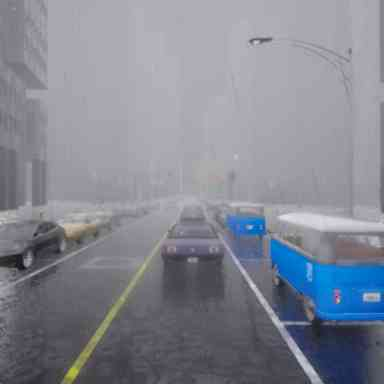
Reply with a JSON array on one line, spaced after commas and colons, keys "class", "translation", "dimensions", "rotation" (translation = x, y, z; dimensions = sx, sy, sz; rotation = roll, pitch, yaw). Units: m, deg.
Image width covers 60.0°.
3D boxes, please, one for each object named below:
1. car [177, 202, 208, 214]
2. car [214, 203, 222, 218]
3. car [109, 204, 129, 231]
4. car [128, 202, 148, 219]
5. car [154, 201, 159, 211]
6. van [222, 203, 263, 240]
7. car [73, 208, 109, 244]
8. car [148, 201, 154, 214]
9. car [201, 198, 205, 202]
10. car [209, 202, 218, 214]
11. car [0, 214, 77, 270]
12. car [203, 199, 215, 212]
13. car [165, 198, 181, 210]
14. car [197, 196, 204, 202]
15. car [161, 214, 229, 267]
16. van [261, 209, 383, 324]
[{"class": "car", "translation": [0.057, 1.789, 27.577], "dimensions": [1.994, 1.385, 4.181], "rotation": [0, 0, 0]}, {"class": "car", "translation": [2.772, 1.714, 23.377], "dimensions": [1.752, 1.417, 4.829], "rotation": [0, 0, 0]}, {"class": "car", "translation": [-5.754, 1.729, 21.986], "dimensions": [2.008, 1.369, 4.403], "rotation": [0, 0, 0]}, {"class": "car", "translation": [-5.751, 1.810, 31.857], "dimensions": [2.008, 1.369, 4.403], "rotation": [0, 0, 0]}, {"class": "car", "translation": [-5.745, 1.948, 48.190], "dimensions": [2.008, 1.369, 4.403], "rotation": [0, 0, 0]}, {"class": "van", "translation": [2.770, 1.484, 17.796], "dimensions": [1.690, 1.788, 3.998], "rotation": [0, 0, 0]}, {"class": "car", "translation": [-5.756, 1.659, 16.527], "dimensions": [1.752, 1.417, 4.829], "rotation": [0, 0, 0]}, {"class": "car", "translation": [-5.748, 1.850, 37.301], "dimensions": [1.887, 1.381, 4.507], "rotation": [0, 0, 0]}, {"class": "car", "translation": [2.780, 1.947, 48.184], "dimensions": [2.008, 1.369, 4.403], "rotation": [0, 0, 0]}, {"class": "car", "translation": [2.774, 1.798, 28.620], "dimensions": [1.947, 1.339, 4.313], "rotation": [0, 0, 0]}, {"class": "car", "translation": [-5.757, 1.658, 11.407], "dimensions": [1.947, 1.339, 4.313], "rotation": [0, 0, 0]}, {"class": "car", "translation": [2.779, 1.905, 43.192], "dimensions": [2.008, 1.369, 4.403], "rotation": [0, 0, 0]}, {"class": "car", "translation": [-3.025, 2.011, 49.821], "dimensions": [1.895, 1.301, 4.718], "rotation": [0, -1, 1]}, {"class": "car", "translation": [2.984, 2.313, 90.365], "dimensions": [2.008, 1.369, 4.403], "rotation": [0, -1, 1]}, {"class": "car", "translation": [0.045, 1.696, 11.783], "dimensions": [1.895, 1.301, 4.718], "rotation": [0, 0, 1]}, {"class": "van", "translation": [2.767, 1.397, 6.970], "dimensions": [1.690, 1.788, 3.998], "rotation": [0, 0, 0]}]
